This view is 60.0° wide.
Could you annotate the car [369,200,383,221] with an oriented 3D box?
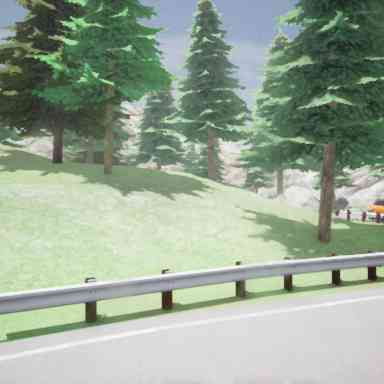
[{"bbox_3d":[15.642,1.351,24.832,2.097,1.767,4.553,0,0,-20],"label":"car"}]
